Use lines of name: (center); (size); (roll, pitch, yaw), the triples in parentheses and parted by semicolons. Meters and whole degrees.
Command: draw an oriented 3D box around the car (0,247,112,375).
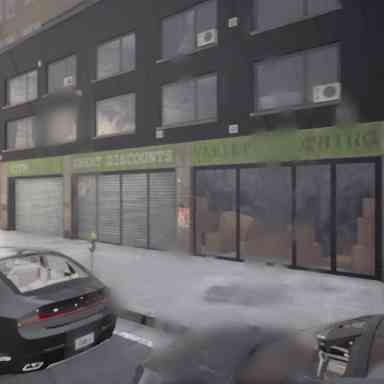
car: (-3.065, 1.553, 5.256); (4.403, 1.369, 2.008); (0, 0, 35)

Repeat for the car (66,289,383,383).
car: (1.440, 1.551, 2.060); (4.403, 1.369, 2.008); (0, 0, 35)
